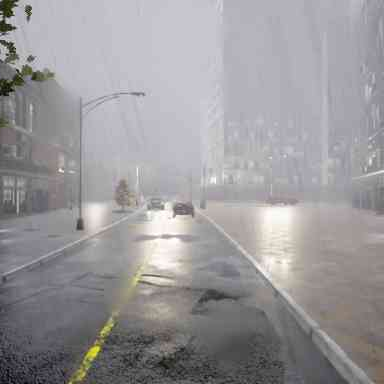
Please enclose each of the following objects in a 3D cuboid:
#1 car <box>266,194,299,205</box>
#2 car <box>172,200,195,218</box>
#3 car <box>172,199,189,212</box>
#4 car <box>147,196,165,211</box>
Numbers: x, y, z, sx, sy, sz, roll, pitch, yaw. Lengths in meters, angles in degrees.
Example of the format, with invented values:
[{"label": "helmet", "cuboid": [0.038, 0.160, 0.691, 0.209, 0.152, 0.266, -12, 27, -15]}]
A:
[{"label": "car", "cuboid": [13.945, 1.201, 51.510, 5.009, 1.841, 2.192, 0, -1, 15]}, {"label": "car", "cuboid": [-0.817, 1.482, 30.774, 1.882, 1.535, 5.008, 0, 0, -3]}, {"label": "car", "cuboid": [-1.500, 1.607, 40.650, 1.895, 1.301, 4.718, 0, 0, -4]}, {"label": "car", "cuboid": [-4.382, 1.353, 40.736, 2.097, 1.767, 4.553, 0, 0, -4]}]
